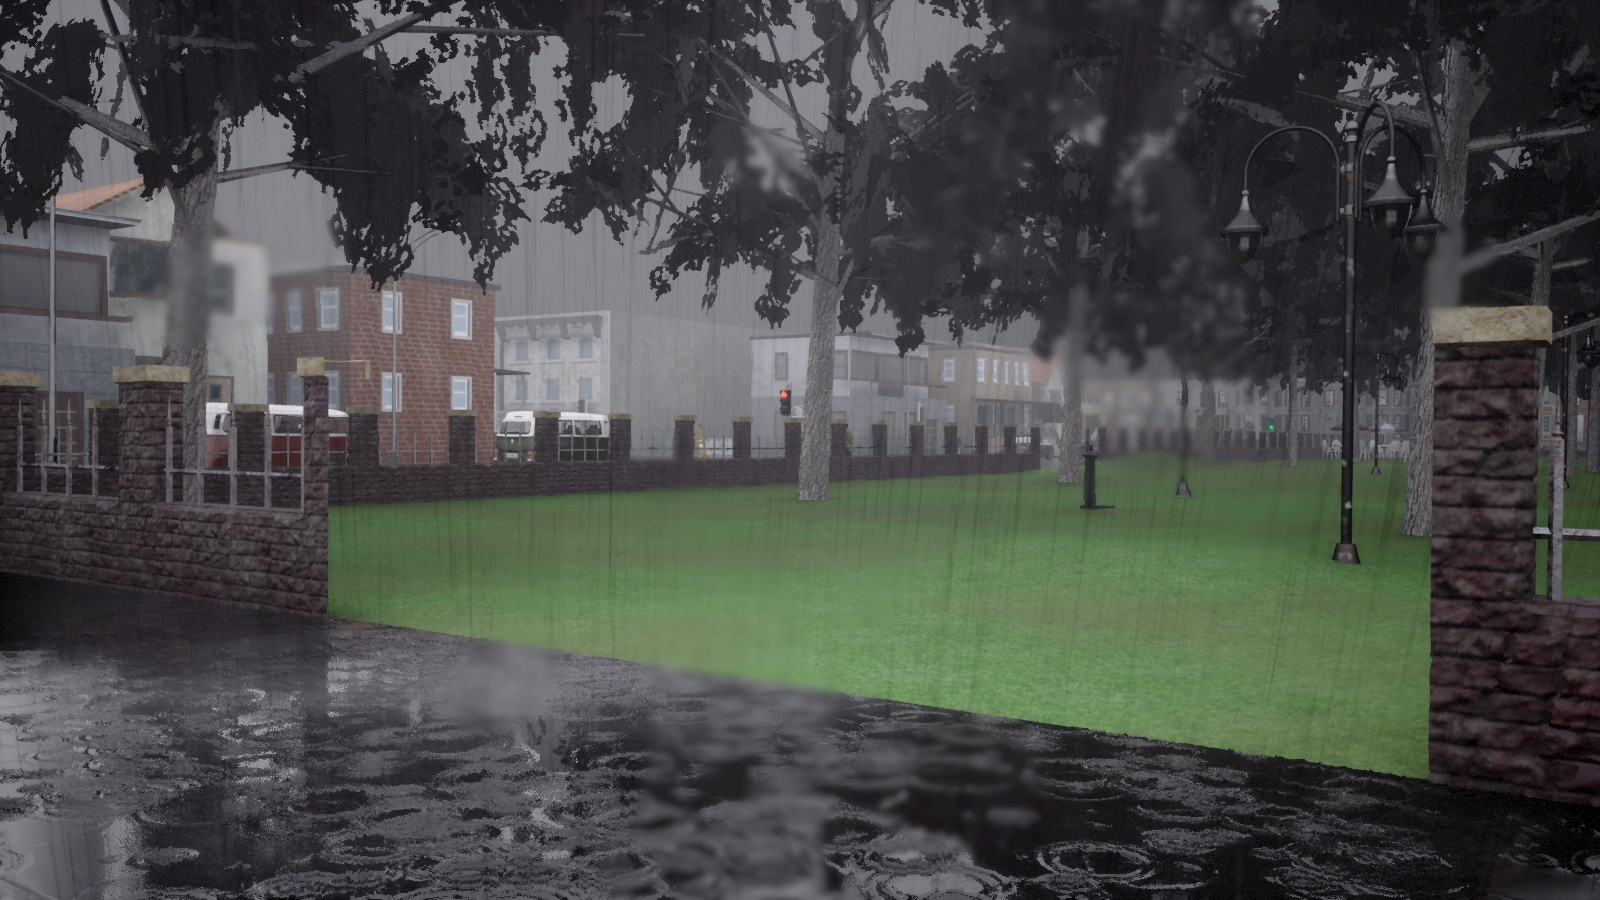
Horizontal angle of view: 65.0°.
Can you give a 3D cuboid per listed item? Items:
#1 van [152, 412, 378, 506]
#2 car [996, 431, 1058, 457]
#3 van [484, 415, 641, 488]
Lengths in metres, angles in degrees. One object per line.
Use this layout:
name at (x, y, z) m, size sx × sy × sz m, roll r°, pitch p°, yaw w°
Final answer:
van at (-12.479, 0.164, 29.562) m, size 2.069 × 2.038 × 4.480 m, roll 0°, pitch 1°, yaw 33°
car at (13.397, -0.373, 73.902) m, size 1.812 × 1.442 × 4.674 m, roll 0°, pitch 1°, yaw 35°
van at (-7.002, 0.007, 37.457) m, size 2.069 × 2.038 × 4.480 m, roll 0°, pitch 1°, yaw 33°
